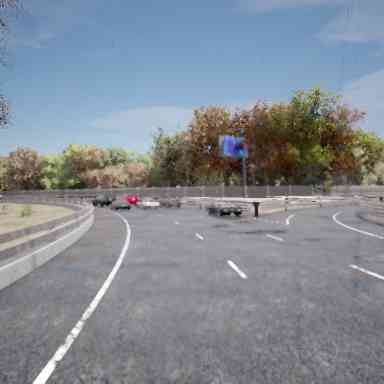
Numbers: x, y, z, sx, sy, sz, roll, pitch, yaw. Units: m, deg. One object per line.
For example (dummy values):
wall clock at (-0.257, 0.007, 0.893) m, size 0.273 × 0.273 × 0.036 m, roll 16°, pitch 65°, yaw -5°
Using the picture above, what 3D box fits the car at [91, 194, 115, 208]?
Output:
car at (-13.216, 1.291, 50.700) m, size 2.150 × 2.045 × 5.566 m, roll 0°, pitch 0°, yaw -31°

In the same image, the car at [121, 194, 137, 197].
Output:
car at (-10.176, 1.269, 52.438) m, size 2.150 × 2.045 × 5.566 m, roll 0°, pitch 0°, yaw -31°

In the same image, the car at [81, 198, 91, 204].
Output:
car at (-18.456, 1.669, 59.297) m, size 1.994 × 1.385 × 4.181 m, roll 0°, pitch 0°, yaw -37°

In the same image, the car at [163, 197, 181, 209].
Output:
car at (-3.125, 1.492, 46.235) m, size 2.128 × 1.511 × 4.902 m, roll 0°, pitch 0°, yaw -24°

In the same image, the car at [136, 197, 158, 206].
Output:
car at (-7.446, 1.553, 54.723) m, size 1.812 × 1.442 × 4.674 m, roll 0°, pitch 0°, yaw -31°

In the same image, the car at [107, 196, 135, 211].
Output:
car at (-9.155, 1.609, 42.571) m, size 1.994 × 1.385 × 4.181 m, roll 0°, pitch 0°, yaw -24°

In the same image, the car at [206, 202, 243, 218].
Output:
car at (2.753, 1.567, 29.921) m, size 1.895 × 1.301 × 4.718 m, roll 0°, pitch 0°, yaw -16°

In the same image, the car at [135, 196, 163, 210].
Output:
car at (-5.860, 1.622, 43.758) m, size 1.895 × 1.301 × 4.718 m, roll 0°, pitch 0°, yaw -24°

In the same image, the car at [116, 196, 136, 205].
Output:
car at (-12.655, 1.575, 63.215) m, size 1.837 × 1.490 × 4.892 m, roll 0°, pitch 0°, yaw -37°
